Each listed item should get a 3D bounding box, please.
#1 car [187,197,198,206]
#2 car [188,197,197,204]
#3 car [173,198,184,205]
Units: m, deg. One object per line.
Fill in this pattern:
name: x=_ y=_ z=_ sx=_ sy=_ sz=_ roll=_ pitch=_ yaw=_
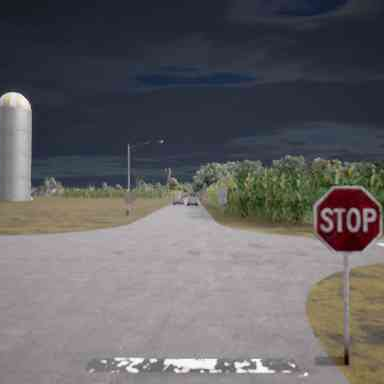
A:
car: x=0.115 y=1.881 z=60.922 sx=1.994 sy=1.385 sz=4.181 roll=0 pitch=0 yaw=0
car: x=0.135 y=1.791 z=70.960 sx=1.895 sy=1.301 sz=4.718 roll=0 pitch=0 yaw=0
car: x=-2.627 y=1.900 z=65.099 sx=1.994 sy=1.385 sz=4.181 roll=0 pitch=0 yaw=0
